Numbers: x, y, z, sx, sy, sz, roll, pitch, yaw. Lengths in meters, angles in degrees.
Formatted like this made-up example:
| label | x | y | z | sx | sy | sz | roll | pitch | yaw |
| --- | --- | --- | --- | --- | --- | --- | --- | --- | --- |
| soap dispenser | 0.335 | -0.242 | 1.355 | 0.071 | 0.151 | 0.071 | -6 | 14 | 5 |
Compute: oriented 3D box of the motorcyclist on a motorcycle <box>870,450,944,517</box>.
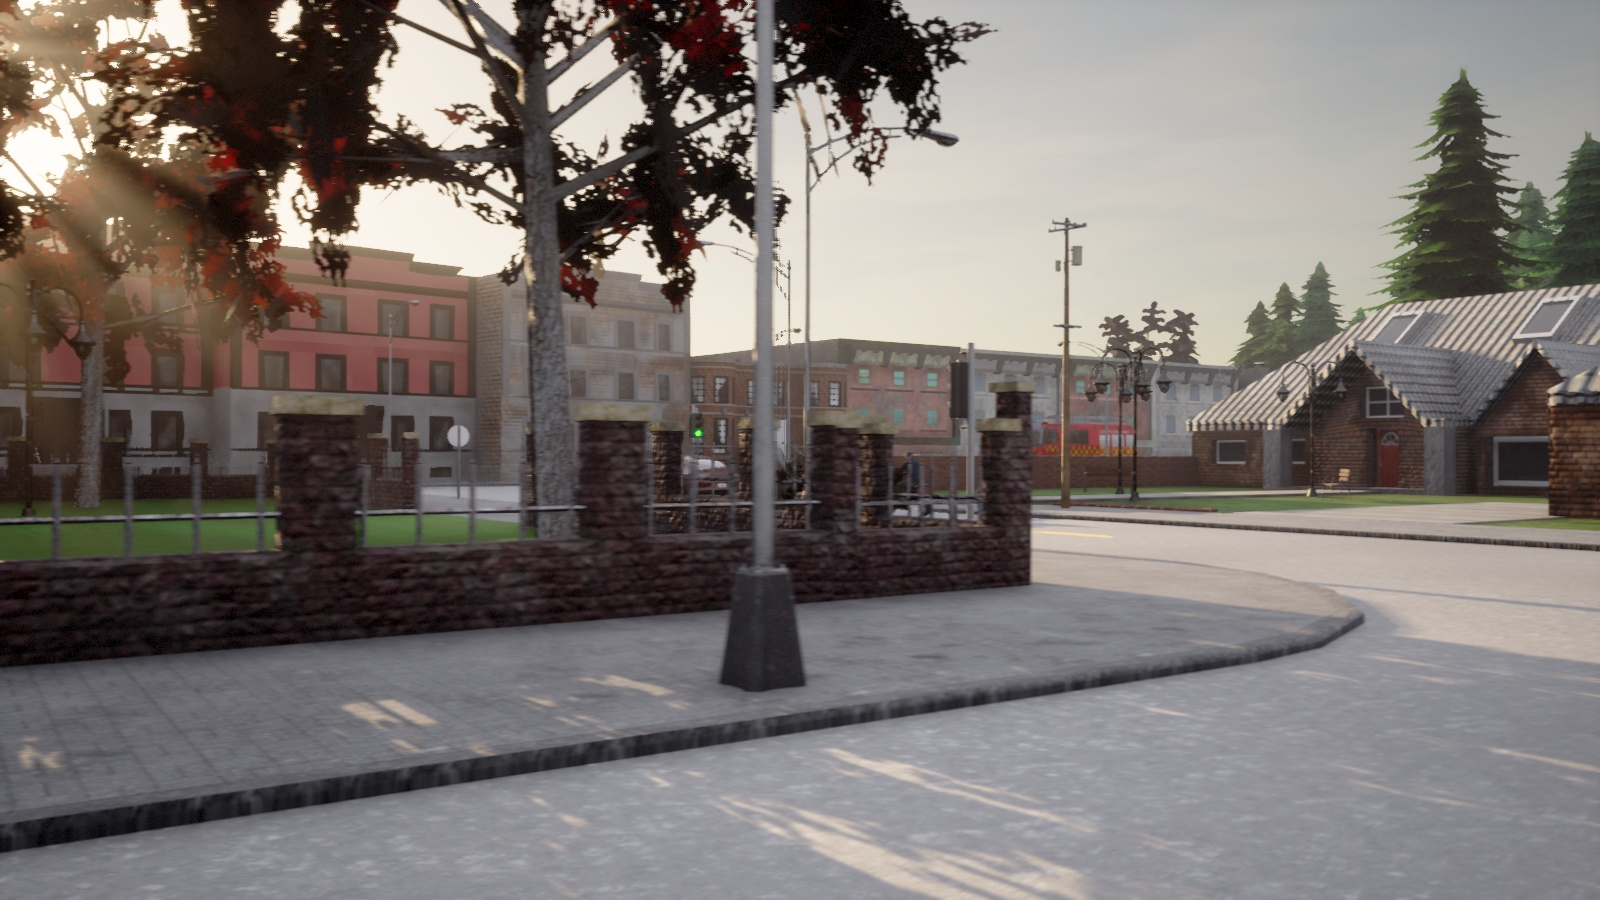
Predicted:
| label | x | y | z | sx | sy | sz | roll | pitch | yaw |
| --- | --- | --- | --- | --- | --- | --- | --- | --- | --- |
| motorcyclist on a motorcycle | 2.599 | 0.802 | 30.693 | 0.866 | 1.590 | 1.817 | 0 | 0 | -34 |

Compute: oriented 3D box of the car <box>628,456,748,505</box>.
| label | x | y | z | sx | sy | sz | roll | pitch | yaw |
| --- | --- | --- | --- | --- | --- | --- | --- | --- | --- |
| car | -3.615 | 0.910 | 39.632 | 1.812 | 1.442 | 4.674 | 0 | 0 | -33 |

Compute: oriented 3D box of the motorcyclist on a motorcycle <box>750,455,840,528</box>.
| label | x | y | z | sx | sy | sz | roll | pitch | yaw |
| --- | --- | --- | --- | --- | --- | --- | --- | --- | --- |
| motorcyclist on a motorcycle | -0.132 | 0.875 | 27.605 | 0.866 | 1.530 | 2.191 | 0 | 0 | -36 |

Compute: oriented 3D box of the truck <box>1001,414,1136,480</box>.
| label | x | y | z | sx | sy | sz | roll | pitch | yaw |
| --- | --- | --- | --- | --- | --- | --- | --- | --- | --- |
| truck | 16.226 | -0.171 | 75.524 | 8.468 | 3.827 | 2.891 | 0 | 0 | -35 |
